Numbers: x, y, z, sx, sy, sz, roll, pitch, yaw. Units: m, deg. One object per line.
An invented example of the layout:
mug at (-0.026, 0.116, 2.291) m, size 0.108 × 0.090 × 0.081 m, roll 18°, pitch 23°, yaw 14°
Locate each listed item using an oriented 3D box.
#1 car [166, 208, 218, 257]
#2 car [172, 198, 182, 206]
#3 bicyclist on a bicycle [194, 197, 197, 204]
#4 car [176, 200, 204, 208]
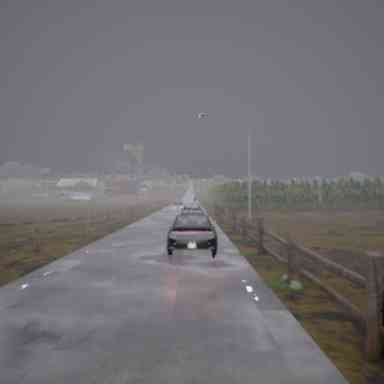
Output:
car at (0.020, 1.607, 13.526) m, size 2.128 × 1.511 × 4.902 m, roll 0°, pitch 0°, yaw 0°
car at (-2.786, 1.999, 65.681) m, size 1.837 × 1.490 × 4.892 m, roll 0°, pitch 0°, yaw 0°
bicyclist on a bicycle at (0.727, 1.913, 76.767) m, size 0.659 × 1.776 × 1.843 m, roll 0°, pitch 0°, yaw 0°
car at (0.014, 1.727, 28.538) m, size 2.128 × 1.511 × 4.902 m, roll 0°, pitch 0°, yaw 0°
